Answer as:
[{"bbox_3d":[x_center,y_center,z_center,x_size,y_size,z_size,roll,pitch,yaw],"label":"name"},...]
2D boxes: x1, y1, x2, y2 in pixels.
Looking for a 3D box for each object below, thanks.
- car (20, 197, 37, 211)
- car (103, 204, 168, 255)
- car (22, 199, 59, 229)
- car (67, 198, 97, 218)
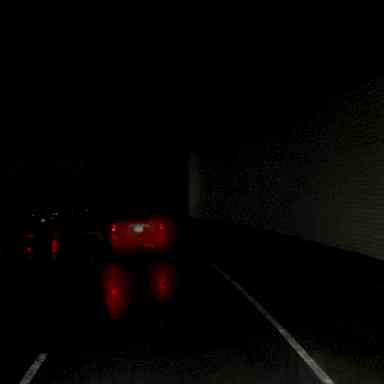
[{"bbox_3d":[-17.626,1.270,36.294,1.812,1.442,4.674,0,0,-28],"label":"car"},{"bbox_3d":[-2.381,1.251,13.136,2.097,1.767,4.553,0,1,-16],"label":"car"},{"bbox_3d":[-9.312,1.379,20.580,1.812,1.442,4.674,0,0,-26],"label":"car"},{"bbox_3d":[-9.399,1.269,28.322,1.882,1.535,5.008,0,0,-28],"label":"car"}]
